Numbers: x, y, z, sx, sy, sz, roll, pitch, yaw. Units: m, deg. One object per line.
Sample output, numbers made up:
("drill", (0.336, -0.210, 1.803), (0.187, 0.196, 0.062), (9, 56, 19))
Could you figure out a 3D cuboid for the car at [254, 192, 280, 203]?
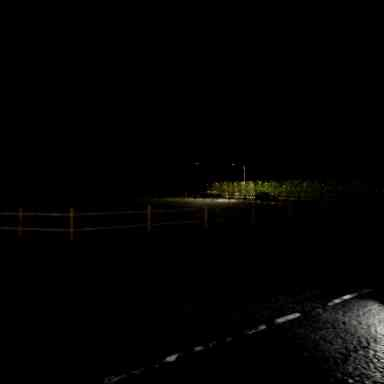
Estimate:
("car", (12.559, 0.824, 56.081), (2.097, 1.767, 4.553), (0, 1, -33))
